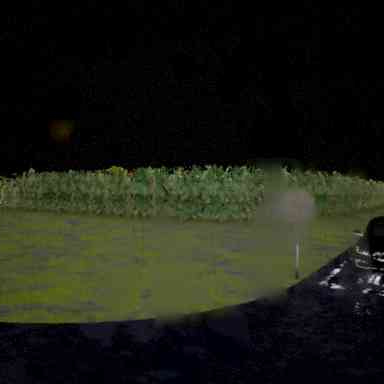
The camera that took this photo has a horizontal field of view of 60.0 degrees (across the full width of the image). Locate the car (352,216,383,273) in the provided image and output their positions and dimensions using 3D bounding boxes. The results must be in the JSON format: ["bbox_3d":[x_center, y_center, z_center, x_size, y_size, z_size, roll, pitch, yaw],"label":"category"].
[{"bbox_3d":[6.203,1.520,10.136,1.837,1.490,4.892,-1,-1,34],"label":"car"}]
